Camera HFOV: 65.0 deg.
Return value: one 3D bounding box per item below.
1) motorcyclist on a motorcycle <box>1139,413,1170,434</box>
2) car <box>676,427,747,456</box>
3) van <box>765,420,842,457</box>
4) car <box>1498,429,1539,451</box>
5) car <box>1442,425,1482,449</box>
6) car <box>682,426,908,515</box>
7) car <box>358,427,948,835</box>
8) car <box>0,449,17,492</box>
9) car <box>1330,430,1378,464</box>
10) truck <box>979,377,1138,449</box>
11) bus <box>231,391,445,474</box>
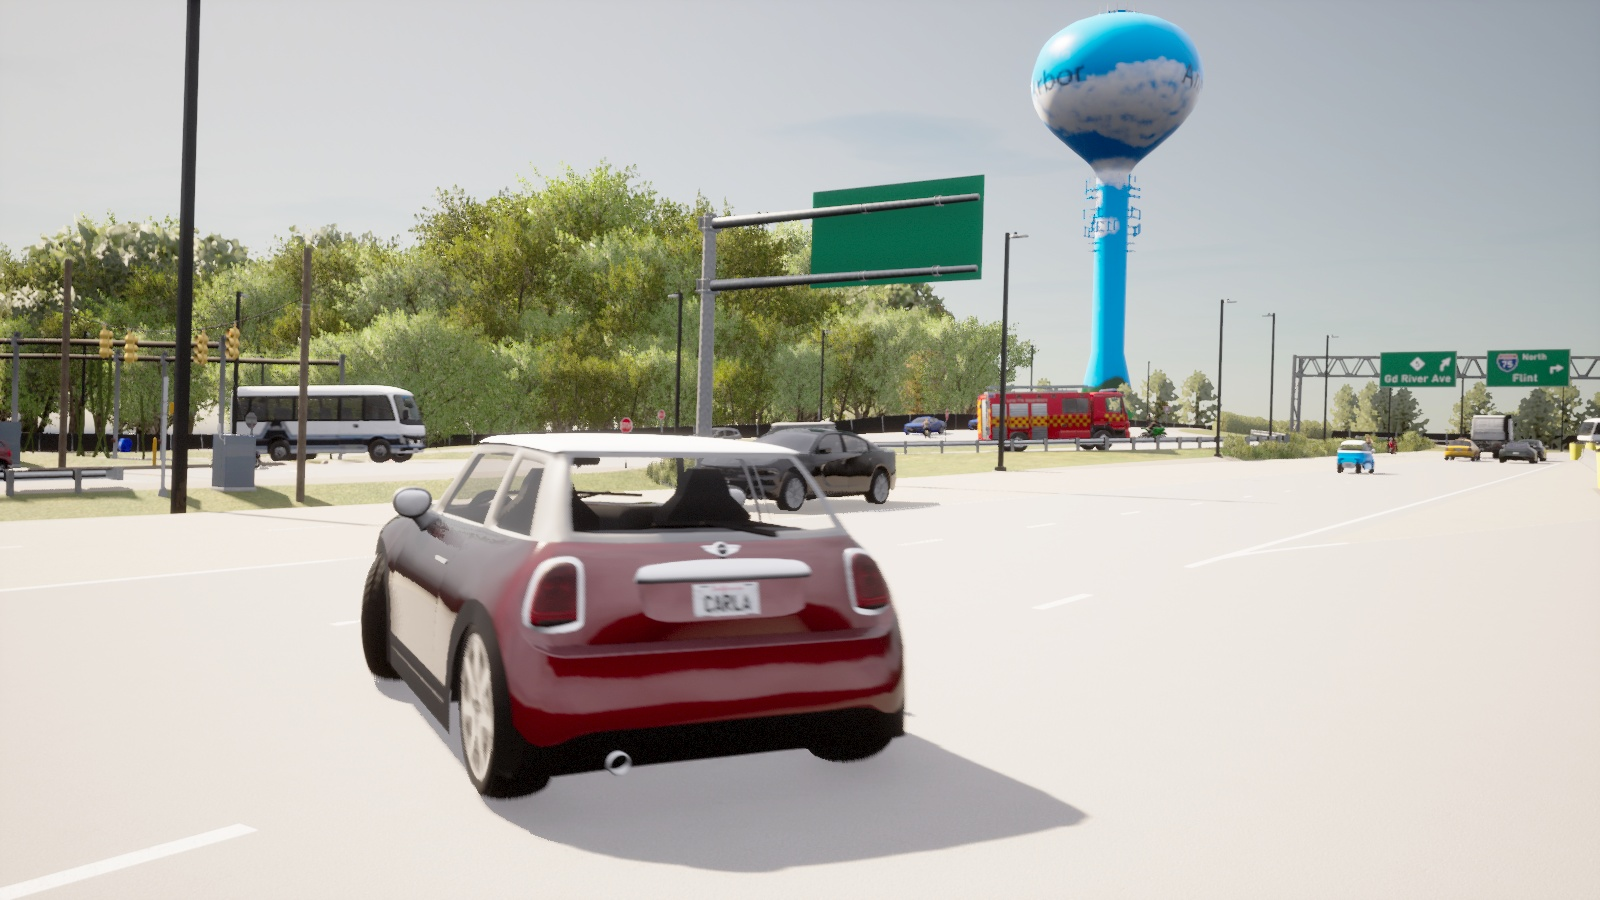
[{"bbox_3d":[26.014,-1.937,92.116,2.044,1.523,0.797,-1,0,7],"label":"motorcyclist on a motorcycle"},{"bbox_3d":[-5.705,-0.553,81.872,2.242,1.667,4.611,0,3,33],"label":"car"},{"bbox_3d":[0.171,-0.651,74.936,4.442,1.987,1.775,-3,0,-3],"label":"van"},{"bbox_3d":[45.848,-0.671,80.131,1.994,1.385,4.181,1,1,34],"label":"car"},{"bbox_3d":[44.674,-0.881,84.671,1.801,1.575,5.366,1,1,34],"label":"car"},{"bbox_3d":[0.037,0.309,24.249,1.882,1.535,5.008,1,1,34],"label":"car"},{"bbox_3d":[-1.085,0.621,6.704,1.970,1.475,3.806,0,1,-26],"label":"car"},{"bbox_3d":[-31.248,0.789,46.233,1.789,1.549,3.705,1,1,33],"label":"car"},{"bbox_3d":[23.201,-0.141,52.579,1.481,1.376,2.207,1,2,34],"label":"car"},{"bbox_3d":[15.010,-2.129,73.219,8.468,3.827,2.891,-2,1,-7],"label":"truck"},{"bbox_3d":[-25.352,-0.937,69.239,10.273,4.253,3.944,-1,0,6],"label":"bus"}]
